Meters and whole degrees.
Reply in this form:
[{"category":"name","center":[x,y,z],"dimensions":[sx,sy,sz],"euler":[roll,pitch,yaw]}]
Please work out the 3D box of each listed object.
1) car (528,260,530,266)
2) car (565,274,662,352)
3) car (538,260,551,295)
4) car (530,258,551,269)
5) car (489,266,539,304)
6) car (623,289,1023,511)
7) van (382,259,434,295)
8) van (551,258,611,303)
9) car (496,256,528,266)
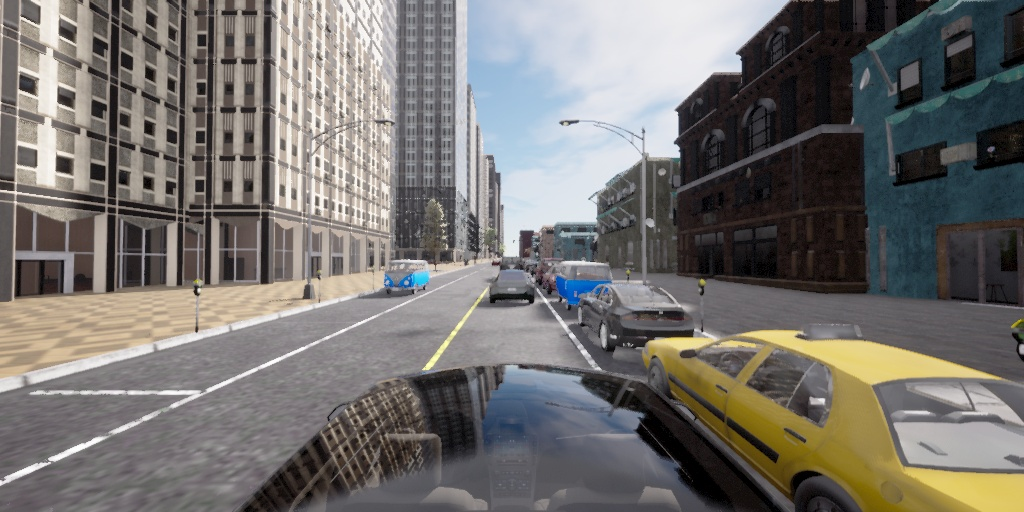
[{"category":"car","center":[2.692,1.315,36.023],"dimensions":[1.948,1.339,4.313],"euler":[0,0,0]},{"category":"car","center":[2.692,1.299,8.635],"dimensions":[2.007,1.370,4.403],"euler":[0,0,0]},{"category":"car","center":[2.692,1.190,19.590],"dimensions":[1.967,1.591,4.097],"euler":[0,0,0]},{"category":"car","center":[2.692,1.065,25.069],"dimensions":[2.192,1.841,5.009],"euler":[0,0,0]},{"category":"car","center":[0.000,1.324,16.501],"dimensions":[1.994,1.385,4.181],"euler":[0,0,0]},{"category":"car","center":[2.692,1.273,3.326],"dimensions":[1.751,1.417,4.829],"euler":[0,0,0]},{"category":"van","center":[-5.689,1.091,19.587],"dimensions":[1.690,1.789,3.998],"euler":[0,0,0]},{"category":"van","center":[2.692,1.091,14.113],"dimensions":[1.690,1.789,3.998],"euler":[0,0,0]},{"category":"car","center":[0.000,1.009,31.535],"dimensions":[2.150,2.045,5.566],"euler":[0,0,0]}]
